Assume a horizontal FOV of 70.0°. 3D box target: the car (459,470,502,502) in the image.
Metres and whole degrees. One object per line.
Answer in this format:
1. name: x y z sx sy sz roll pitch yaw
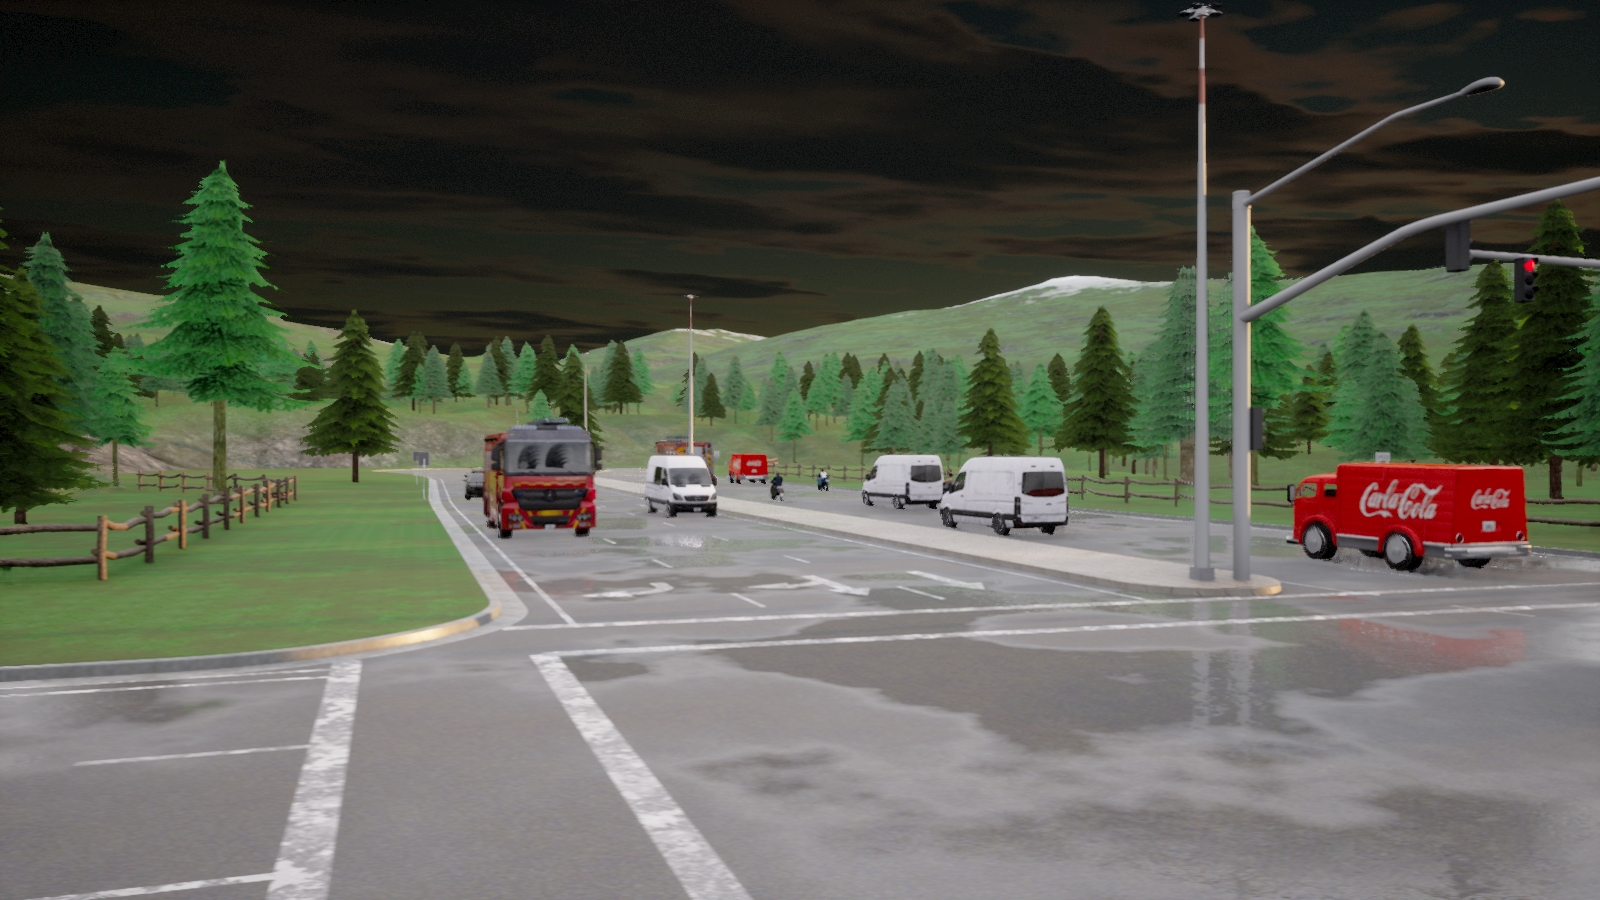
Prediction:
1. car: -18.062 1.979 64.480 2.097 1.638 5.238 0 0 -18

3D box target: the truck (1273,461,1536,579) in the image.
1. truck: 14.432 1.559 27.705 2.627 2.467 5.204 0 0 -20

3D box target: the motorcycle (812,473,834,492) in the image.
1. motorcycle: 1.531 2.170 75.755 0.803 1.199 2.033 0 0 -18

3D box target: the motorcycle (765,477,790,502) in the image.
1. motorcycle: -1.243 2.130 61.873 0.856 1.316 1.805 0 0 -19

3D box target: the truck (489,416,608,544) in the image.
1. truck: -8.667 0.887 38.545 2.891 3.827 8.468 0 0 -19

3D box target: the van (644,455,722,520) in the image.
1. van: -5.085 1.527 48.689 1.988 2.561 5.915 0 0 -19

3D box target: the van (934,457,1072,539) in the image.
1. van: 6.797 1.522 39.075 1.988 2.561 5.915 0 0 -20

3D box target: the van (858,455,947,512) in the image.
1. van: 4.835 1.520 55.110 1.988 2.561 5.915 0 0 -19
